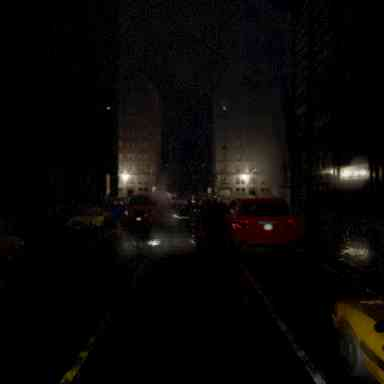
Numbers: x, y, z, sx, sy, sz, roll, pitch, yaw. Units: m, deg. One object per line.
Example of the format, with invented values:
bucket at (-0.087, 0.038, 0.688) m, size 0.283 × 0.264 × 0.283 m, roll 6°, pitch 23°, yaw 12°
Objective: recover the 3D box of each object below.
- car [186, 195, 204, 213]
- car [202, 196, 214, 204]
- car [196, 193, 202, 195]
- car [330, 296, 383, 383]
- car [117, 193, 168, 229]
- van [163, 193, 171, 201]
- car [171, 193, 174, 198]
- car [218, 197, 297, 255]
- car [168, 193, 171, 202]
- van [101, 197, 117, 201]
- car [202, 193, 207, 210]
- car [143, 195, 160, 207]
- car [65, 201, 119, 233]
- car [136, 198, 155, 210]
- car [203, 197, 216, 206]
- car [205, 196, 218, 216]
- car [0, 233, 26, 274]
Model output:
car at (0.169, 1.441, 41.983) m, size 2.033 × 1.411 × 5.357 m, roll 0°, pitch 0°, yaw 1°
car at (2.808, 1.373, 58.866) m, size 1.887 × 1.381 × 4.507 m, roll 0°, pitch 0°, yaw 0°
car at (0.124, 1.348, 51.766) m, size 2.128 × 1.511 × 4.902 m, roll 0°, pitch 0°, yaw 0°
car at (2.673, 1.521, 2.682) m, size 1.752 × 1.417 × 4.829 m, roll 0°, pitch 0°, yaw 1°
car at (-3.050, 1.178, 21.869) m, size 2.150 × 2.045 × 5.566 m, roll 0°, pitch 0°, yaw 0°
van at (-5.677, 1.101, 75.832) m, size 1.690 × 1.788 × 3.998 m, roll 0°, pitch 0°, yaw 0°
car at (-5.691, 1.099, 70.191) m, size 2.192 × 1.841 × 5.009 m, roll 0°, pitch 0°, yaw 0°
car at (2.426, 1.197, 13.246) m, size 2.150 × 2.045 × 5.566 m, roll 0°, pitch 0°, yaw 0°
car at (-5.704, 1.372, 64.552) m, size 1.947 × 1.339 × 4.313 m, roll 0°, pitch 0°, yaw 0°
van at (-5.800, 1.291, 25.072) m, size 1.690 × 1.788 × 3.998 m, roll 0°, pitch 0°, yaw 0°
car at (2.781, 1.313, 47.587) m, size 1.967 × 1.590 × 4.097 m, roll 0°, pitch 0°, yaw 0°
car at (-5.745, 1.313, 47.633) m, size 1.967 × 1.590 × 4.097 m, roll 0°, pitch 0°, yaw 0°
car at (-5.814, 1.489, 19.261) m, size 1.752 × 1.417 × 4.829 m, roll 0°, pitch 0°, yaw 0°
car at (-5.758, 1.477, 41.992) m, size 1.802 × 1.307 × 4.206 m, roll 0°, pitch 0°, yaw 0°
car at (2.795, 1.433, 53.227) m, size 1.802 × 1.307 × 4.206 m, roll 0°, pitch 0°, yaw 0°
car at (2.754, 1.466, 36.309) m, size 2.008 × 1.369 × 4.403 m, roll 0°, pitch 0°, yaw 0°
car at (-5.848, 1.511, 7.948) m, size 1.752 × 1.417 × 4.829 m, roll 0°, pitch 0°, yaw 1°
